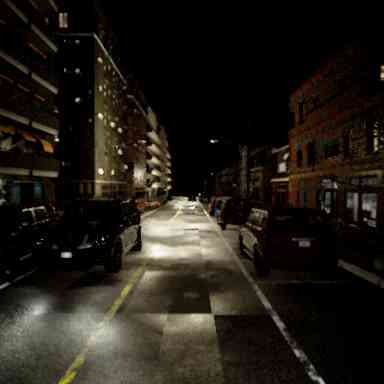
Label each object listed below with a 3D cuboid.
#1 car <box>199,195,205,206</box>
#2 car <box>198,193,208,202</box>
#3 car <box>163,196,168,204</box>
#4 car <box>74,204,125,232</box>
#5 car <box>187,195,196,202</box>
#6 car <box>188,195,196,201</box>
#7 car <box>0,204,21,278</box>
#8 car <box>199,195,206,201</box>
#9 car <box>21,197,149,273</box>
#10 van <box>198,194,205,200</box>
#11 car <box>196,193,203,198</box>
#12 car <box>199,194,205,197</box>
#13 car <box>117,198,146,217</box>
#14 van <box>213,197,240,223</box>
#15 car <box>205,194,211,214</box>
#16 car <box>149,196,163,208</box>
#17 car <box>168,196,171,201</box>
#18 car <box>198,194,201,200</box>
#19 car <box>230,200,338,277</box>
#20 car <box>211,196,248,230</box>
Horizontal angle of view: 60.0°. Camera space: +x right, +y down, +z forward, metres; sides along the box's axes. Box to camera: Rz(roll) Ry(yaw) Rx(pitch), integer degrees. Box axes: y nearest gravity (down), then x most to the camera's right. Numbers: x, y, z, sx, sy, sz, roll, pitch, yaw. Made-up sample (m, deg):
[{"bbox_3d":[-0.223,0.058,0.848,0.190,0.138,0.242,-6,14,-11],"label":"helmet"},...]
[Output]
[{"bbox_3d":[2.670,1.566,53.031,2.008,1.369,4.403,-1,0,0],"label":"car"},{"bbox_3d":[2.629,1.315,80.921,2.192,1.841,5.009,-1,0,0],"label":"car"},{"bbox_3d":[-5.712,1.528,58.382,1.752,1.417,4.829,-1,0,0],"label":"car"},{"bbox_3d":[-5.707,1.553,21.092,2.008,1.369,4.403,-1,0,0],"label":"car"},{"bbox_3d":[-0.009,1.499,74.456,1.837,1.490,4.892,0,0,0],"label":"car"},{"bbox_3d":[-0.010,1.502,84.873,2.128,1.511,4.902,0,0,0],"label":"car"},{"bbox_3d":[-5.710,1.315,10.278,2.192,1.841,5.009,-1,0,0],"label":"car"},{"bbox_3d":[2.632,1.524,86.671,1.752,1.417,4.829,-1,0,0],"label":"car"},{"bbox_3d":[-3.068,1.223,11.101,2.150,2.045,5.566,0,0,2],"label":"car"},{"bbox_3d":[2.628,1.337,92.081,1.690,1.788,3.998,-1,0,0],"label":"van"},{"bbox_3d":[2.630,1.319,69.762,2.192,1.841,5.009,-1,0,0],"label":"car"},{"bbox_3d":[2.636,1.571,58.603,1.947,1.339,4.313,-1,0,0],"label":"car"},{"bbox_3d":[-5.710,1.443,31.906,1.967,1.590,4.097,-1,0,0],"label":"car"},{"bbox_3d":[2.668,1.346,26.493,1.690,1.788,3.998,-1,0,0],"label":"van"},{"bbox_3d":[2.667,1.321,31.900,2.192,1.841,5.009,-1,0,0],"label":"car"},{"bbox_3d":[-5.712,1.443,48.128,1.967,1.590,4.097,-1,0,0],"label":"car"},{"bbox_3d":[-5.713,1.442,64.132,1.967,1.590,4.097,-1,0,0],"label":"car"},{"bbox_3d":[2.635,1.571,64.183,1.947,1.339,4.313,-1,0,0],"label":"car"},{"bbox_3d":[2.670,1.318,10.272,2.192,1.841,5.009,-1,0,0],"label":"car"},{"bbox_3d":[2.668,1.320,21.086,2.192,1.841,5.009,-1,0,0],"label":"car"}]
